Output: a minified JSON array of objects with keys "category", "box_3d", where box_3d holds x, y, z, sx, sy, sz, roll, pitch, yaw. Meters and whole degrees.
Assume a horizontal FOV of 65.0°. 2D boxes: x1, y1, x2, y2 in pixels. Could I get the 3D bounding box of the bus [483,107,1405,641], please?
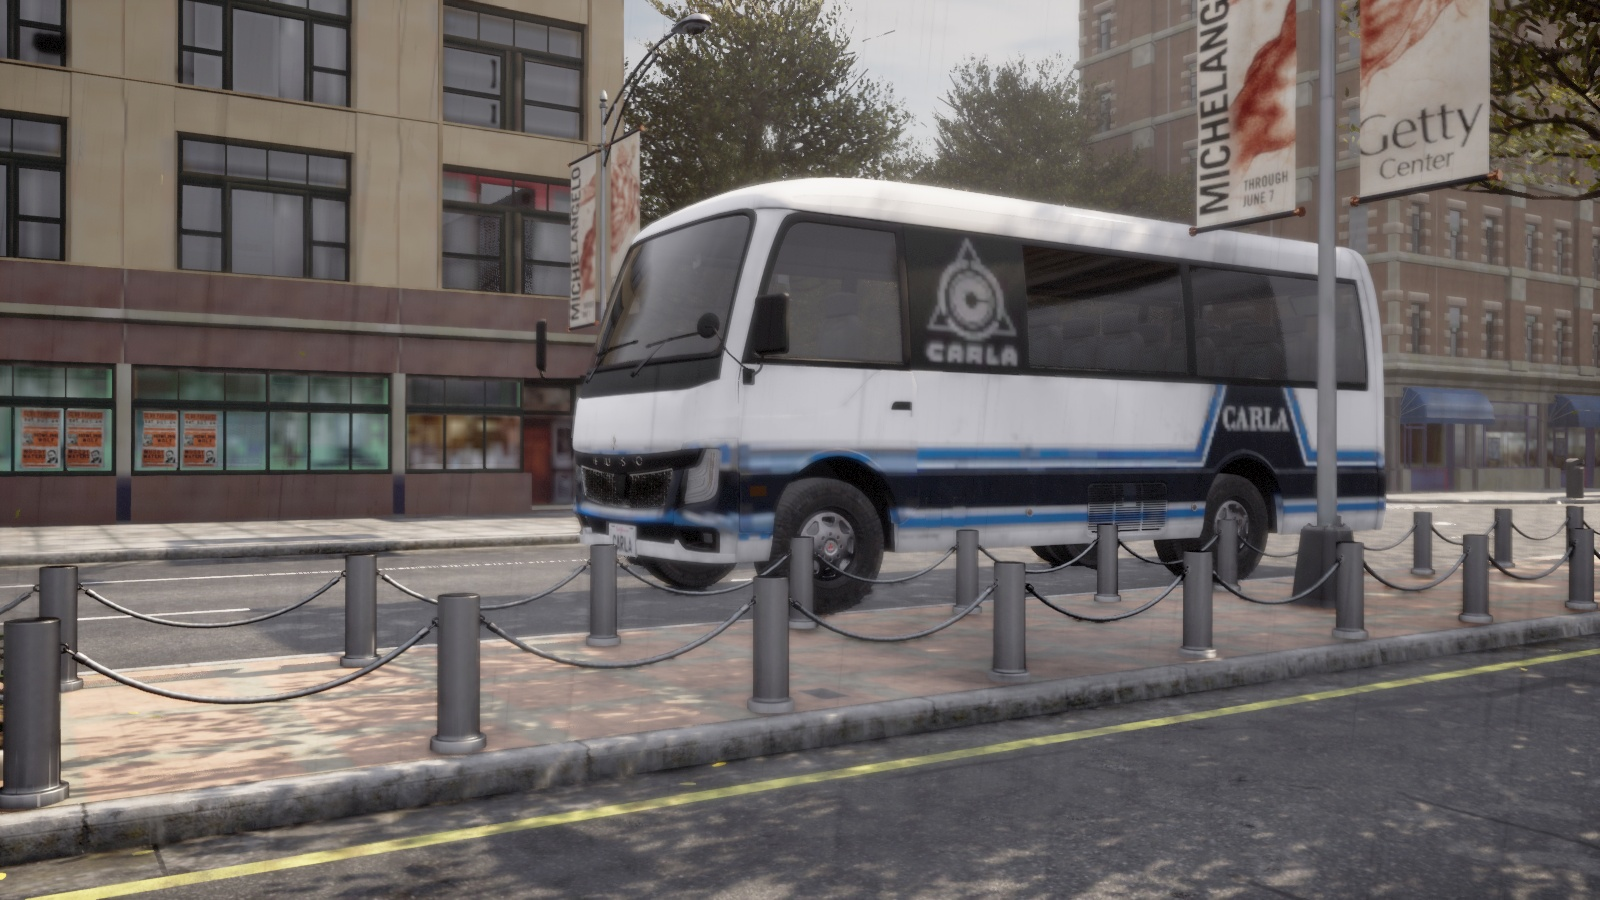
[{"category":"bus","box_3d":[2.036,-0.602,14.386,10.273,4.253,3.944,0,0,-32]}]
